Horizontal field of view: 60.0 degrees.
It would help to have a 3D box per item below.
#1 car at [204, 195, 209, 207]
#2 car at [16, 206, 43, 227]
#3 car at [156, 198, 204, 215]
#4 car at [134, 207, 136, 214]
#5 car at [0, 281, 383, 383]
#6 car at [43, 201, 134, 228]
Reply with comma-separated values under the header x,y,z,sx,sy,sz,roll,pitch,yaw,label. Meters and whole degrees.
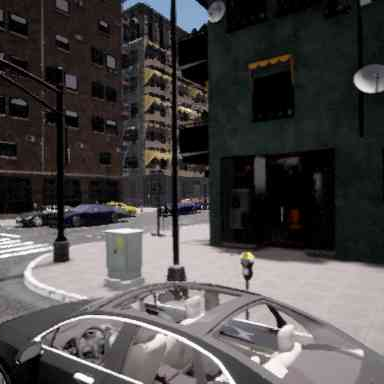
x,y,z,sx,sy,sz,roll,pitch,yaw,label
-0.308,1.341,36.810,1.887,1.381,4.507,0,1,35,car
-9.874,1.576,23.119,2.008,1.369,4.403,0,1,35,car
-1.253,1.443,30.952,1.895,1.301,4.718,-1,0,35,car
-6.783,1.476,27.543,1.752,1.417,4.829,0,1,35,car
-0.321,1.572,3.103,4.403,1.369,2.008,-1,0,36,car
-6.920,1.525,22.797,2.033,1.411,5.357,-1,0,39,car
